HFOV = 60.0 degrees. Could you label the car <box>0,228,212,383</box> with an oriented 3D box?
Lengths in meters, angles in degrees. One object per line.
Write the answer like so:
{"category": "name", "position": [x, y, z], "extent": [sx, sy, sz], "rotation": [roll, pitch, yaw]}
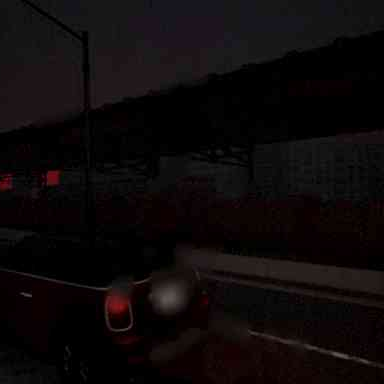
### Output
{"category": "car", "position": [-2.011, 1.394, 5.429], "extent": [4.553, 1.767, 2.097], "rotation": [-1, 0, 36]}
